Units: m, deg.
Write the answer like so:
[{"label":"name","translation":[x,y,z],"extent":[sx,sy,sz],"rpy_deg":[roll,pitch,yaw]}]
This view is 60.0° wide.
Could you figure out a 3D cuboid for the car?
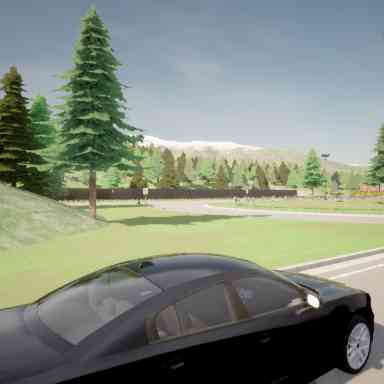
[{"label":"car","translation":[0.212,1.478,3.905],"extent":[5.008,1.535,1.882],"rpy_deg":[0,0,-36]}]
